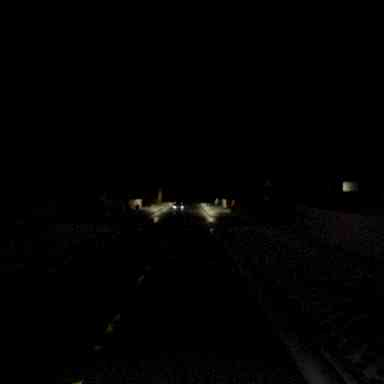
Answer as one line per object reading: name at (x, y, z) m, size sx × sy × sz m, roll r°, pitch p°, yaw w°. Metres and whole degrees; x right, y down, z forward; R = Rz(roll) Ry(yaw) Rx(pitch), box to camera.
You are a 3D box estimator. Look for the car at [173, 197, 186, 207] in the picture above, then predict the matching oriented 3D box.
car at (-2.753, 2.188, 68.215) m, size 1.837 × 1.490 × 4.892 m, roll 0°, pitch 0°, yaw 0°
